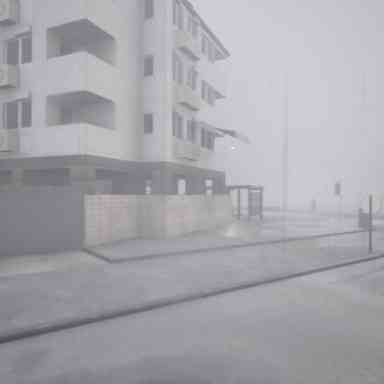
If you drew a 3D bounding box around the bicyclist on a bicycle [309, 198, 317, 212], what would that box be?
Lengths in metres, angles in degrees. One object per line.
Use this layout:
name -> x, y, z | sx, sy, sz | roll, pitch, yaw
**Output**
bicyclist on a bicycle -> 14.296, 1.558, 39.297 | 1.656, 1.620, 0.582 | 0, 0, -35
